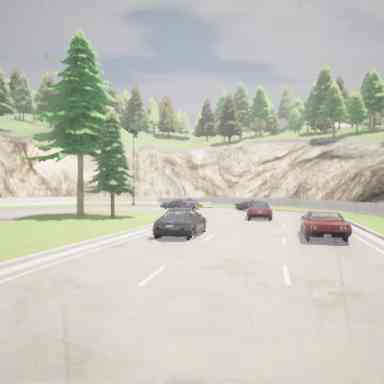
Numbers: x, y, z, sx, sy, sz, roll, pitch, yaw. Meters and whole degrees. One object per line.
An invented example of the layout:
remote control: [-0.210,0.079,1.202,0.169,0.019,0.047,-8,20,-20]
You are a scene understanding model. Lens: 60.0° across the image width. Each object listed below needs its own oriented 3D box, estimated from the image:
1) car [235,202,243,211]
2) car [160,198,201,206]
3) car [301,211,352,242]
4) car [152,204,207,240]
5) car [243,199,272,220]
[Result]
car: [6.798,1.522,38.035,1.994,1.385,4.181,0,0,-29]
car: [-1.390,1.502,41.588,5.357,1.411,2.033,0,0,25]
car: [6.439,1.583,16.428,1.895,1.301,4.718,0,0,15]
car: [-0.514,1.545,17.212,1.994,1.385,4.181,0,0,14]
car: [5.574,1.533,27.951,1.994,1.385,4.181,0,0,8]
